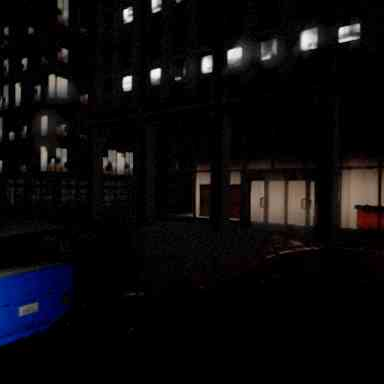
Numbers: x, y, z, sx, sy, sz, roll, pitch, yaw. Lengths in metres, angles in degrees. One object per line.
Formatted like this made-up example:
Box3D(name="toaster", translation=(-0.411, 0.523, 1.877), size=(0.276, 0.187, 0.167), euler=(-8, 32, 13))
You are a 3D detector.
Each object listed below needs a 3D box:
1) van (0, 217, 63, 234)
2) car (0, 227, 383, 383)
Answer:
Box3D(name="van", translation=(-3.660, 1.297, 5.470), size=(3.998, 1.788, 1.690), euler=(1, 1, 35))
Box3D(name="car", translation=(0.969, 1.313, 2.171), size=(5.009, 1.841, 2.192), euler=(1, 1, 35))
